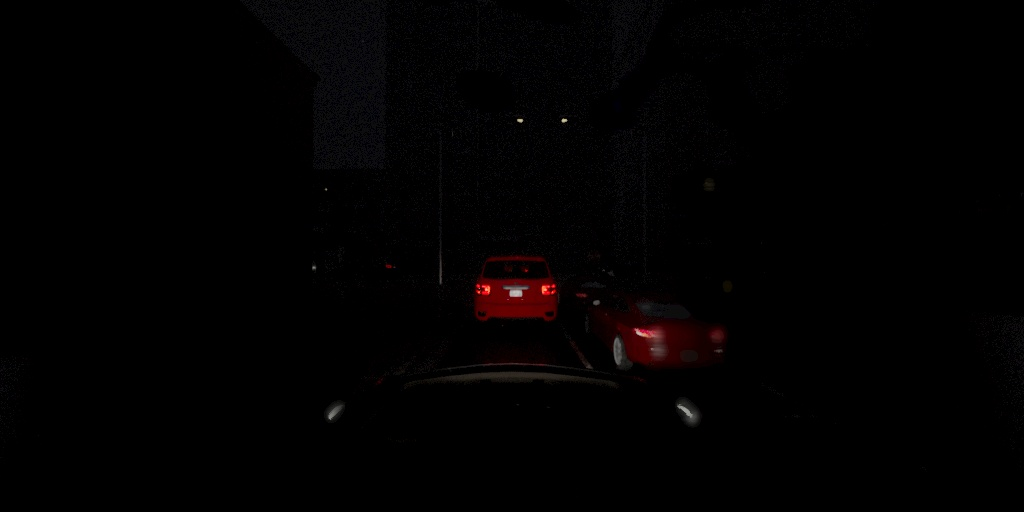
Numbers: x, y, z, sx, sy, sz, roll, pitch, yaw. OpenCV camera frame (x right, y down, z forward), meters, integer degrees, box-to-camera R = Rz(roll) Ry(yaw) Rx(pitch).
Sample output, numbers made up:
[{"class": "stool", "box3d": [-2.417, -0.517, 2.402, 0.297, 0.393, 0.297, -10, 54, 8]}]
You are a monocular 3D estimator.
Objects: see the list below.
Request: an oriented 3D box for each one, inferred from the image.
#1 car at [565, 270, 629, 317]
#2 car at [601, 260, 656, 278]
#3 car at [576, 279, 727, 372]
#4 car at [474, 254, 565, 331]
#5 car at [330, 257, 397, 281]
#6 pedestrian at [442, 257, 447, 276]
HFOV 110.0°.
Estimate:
[{"class": "car", "box3d": [2.658, 1.329, 12.838, 1.802, 1.307, 4.207, 0, 0, 0]}, {"class": "car", "box3d": [10.196, 1.147, 31.921, 5.008, 1.535, 1.882, 0, -1, 1]}, {"class": "car", "box3d": [2.647, 1.330, 7.399, 1.802, 1.307, 4.207, 0, 0, 0]}, {"class": "car", "box3d": [0.116, 0.969, 11.079, 2.150, 2.045, 5.566, 0, 0, 1]}, {"class": "car", "box3d": [-13.180, 1.125, 32.066, 5.566, 2.045, 2.150, -1, -1, 0]}, {"class": "pedestrian", "box3d": [-6.762, 1.027, 34.938, 0.375, 1.860, 0.375, 0, 0, 0]}]
